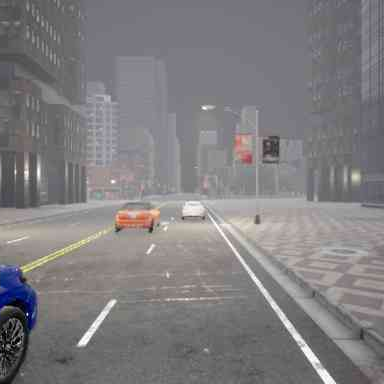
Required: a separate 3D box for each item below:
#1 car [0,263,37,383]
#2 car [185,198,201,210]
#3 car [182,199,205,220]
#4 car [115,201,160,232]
[{"bbox_3d":[-3.149,1.222,2.084,2.150,2.045,5.566,0,0,0],"label":"car"},{"bbox_3d":[0.117,1.539,42.432,1.994,1.385,4.181,0,0,0],"label":"car"},{"bbox_3d":[0.116,1.511,28.210,1.812,1.442,4.674,0,0,0],"label":"car"},{"bbox_3d":[-3.141,1.343,20.033,2.097,1.767,4.553,0,0,0],"label":"car"}]
